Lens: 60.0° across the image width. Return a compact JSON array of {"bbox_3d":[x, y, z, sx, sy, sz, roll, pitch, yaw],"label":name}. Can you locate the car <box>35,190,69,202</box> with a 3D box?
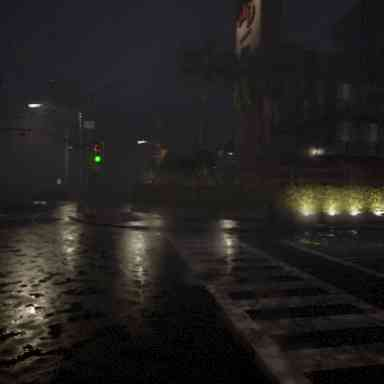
[{"bbox_3d":[-17.330,0.444,41.328,1.994,1.385,4.181,1,1,20],"label":"car"}]
